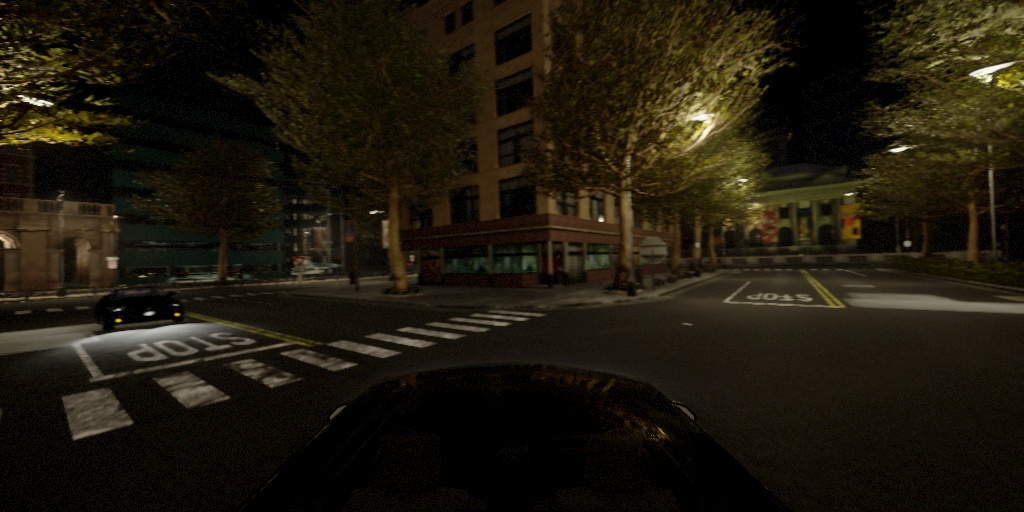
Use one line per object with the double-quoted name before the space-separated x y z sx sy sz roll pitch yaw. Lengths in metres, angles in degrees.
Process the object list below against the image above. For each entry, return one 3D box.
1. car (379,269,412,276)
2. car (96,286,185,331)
"car" -18.572 2.530 57.780 2.033 1.411 5.357 -2 -1 38
"car" -14.068 1.858 13.527 4.181 1.385 1.994 -2 -1 37
